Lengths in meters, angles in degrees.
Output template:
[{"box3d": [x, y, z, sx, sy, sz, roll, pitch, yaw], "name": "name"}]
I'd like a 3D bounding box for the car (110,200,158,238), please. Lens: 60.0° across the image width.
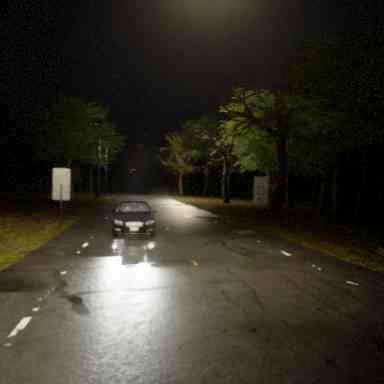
[{"box3d": [-2.727, 1.162, 15.681, 2.128, 1.511, 4.902, 2, 1, -10], "name": "car"}]
